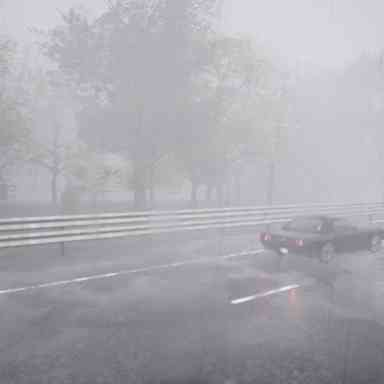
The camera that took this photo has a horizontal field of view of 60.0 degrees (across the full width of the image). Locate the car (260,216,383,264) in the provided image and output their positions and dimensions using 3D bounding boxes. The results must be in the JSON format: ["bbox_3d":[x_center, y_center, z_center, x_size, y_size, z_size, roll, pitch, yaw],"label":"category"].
[{"bbox_3d":[4.641,1.488,11.442,4.718,1.301,1.895,-1,1,-35],"label":"car"}]
